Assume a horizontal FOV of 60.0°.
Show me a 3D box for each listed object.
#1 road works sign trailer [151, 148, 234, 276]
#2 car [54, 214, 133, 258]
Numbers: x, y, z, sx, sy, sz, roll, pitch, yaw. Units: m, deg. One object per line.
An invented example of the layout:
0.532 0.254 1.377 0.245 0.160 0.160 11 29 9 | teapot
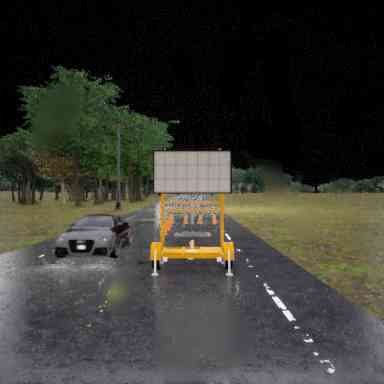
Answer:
0.011 0.445 10.301 2.380 3.560 2.880 0 0 0 | road works sign trailer
-3.475 1.538 12.443 1.994 1.385 4.181 0 0 0 | car
